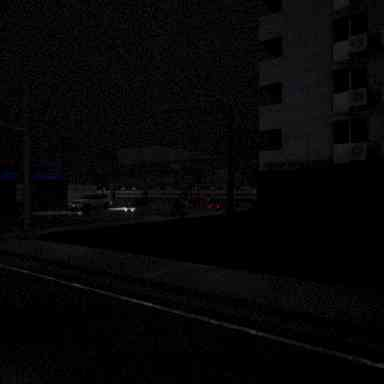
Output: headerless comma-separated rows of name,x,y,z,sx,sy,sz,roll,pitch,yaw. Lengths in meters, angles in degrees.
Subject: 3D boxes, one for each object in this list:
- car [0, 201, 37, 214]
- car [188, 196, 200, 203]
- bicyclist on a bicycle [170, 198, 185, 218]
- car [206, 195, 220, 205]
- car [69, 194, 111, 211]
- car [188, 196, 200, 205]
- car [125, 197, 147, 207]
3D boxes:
car,-17.921,1.601,32.486,1.895,1.301,4.718,0,0,35
car,0.354,1.564,67.487,1.994,1.385,4.181,0,0,-8
bicyclist on a bicycle,-1.204,1.300,27.316,1.656,1.620,0.582,0,0,36
car,3.882,1.526,58.485,1.812,1.442,4.674,0,0,4
car,-12.335,1.221,40.738,2.150,2.045,5.566,0,0,29
car,0.410,1.564,59.076,1.994,1.385,4.181,0,0,4
car,-8.387,1.491,50.014,2.128,1.511,4.902,0,0,15
